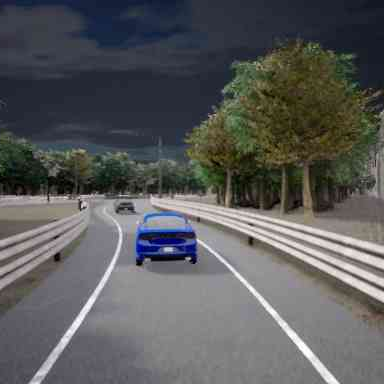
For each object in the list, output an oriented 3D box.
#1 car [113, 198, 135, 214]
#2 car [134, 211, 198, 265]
[{"bbox_3d":[-7.132,1.401,34.908,1.837,1.490,4.892,0,1,-16],"label":"car"},{"bbox_3d":[-0.998,1.465,11.803,1.882,1.535,5.008,0,0,-8],"label":"car"}]
